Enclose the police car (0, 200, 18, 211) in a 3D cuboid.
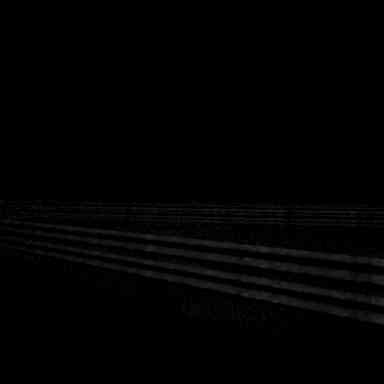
[{"bbox_3d":[-19.170,1.440,31.790,5.238,1.638,1.930,0,0,20],"label":"police car"}]
